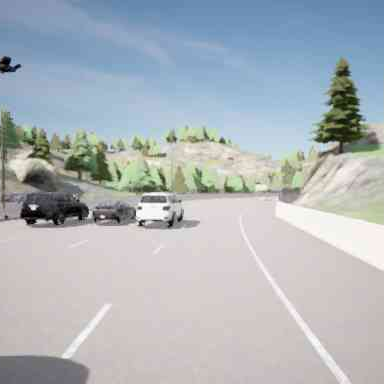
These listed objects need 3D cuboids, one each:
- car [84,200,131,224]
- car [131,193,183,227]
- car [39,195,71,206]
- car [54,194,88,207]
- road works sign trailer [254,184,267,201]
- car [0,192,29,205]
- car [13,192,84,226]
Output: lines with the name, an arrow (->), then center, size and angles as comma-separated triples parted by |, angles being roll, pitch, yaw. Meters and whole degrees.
car -> -5.283, 1.318, 23.197 | 2.128, 1.511, 4.902 | 0, 1, 7
car -> -1.963, 1.072, 21.725 | 2.150, 2.045, 5.566 | 0, 1, 7
car -> -19.005, 1.177, 46.283 | 1.994, 1.385, 4.181 | 0, 0, 14
car -> -15.921, 1.119, 44.126 | 1.882, 1.535, 5.008 | 0, 0, 13
road works sign trailer -> 14.760, 0.069, 70.974 | 2.380, 3.560, 2.880 | 0, 0, 25
car -> -25.863, 0.925, 47.707 | 2.097, 1.767, 4.553 | 0, 0, 14
car -> -8.959, 1.038, 22.150 | 2.150, 2.045, 5.566 | 0, 1, 7
